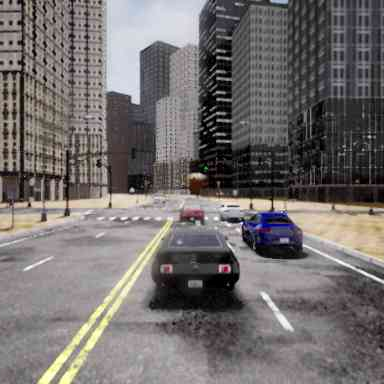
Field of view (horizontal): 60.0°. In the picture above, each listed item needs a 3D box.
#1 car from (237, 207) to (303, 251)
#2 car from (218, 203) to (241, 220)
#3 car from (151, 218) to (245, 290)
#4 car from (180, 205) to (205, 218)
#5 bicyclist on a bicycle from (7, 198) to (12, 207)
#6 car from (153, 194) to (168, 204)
[{"bbox_3d":[3.298,1.576,14.211,1.812,1.442,4.674,0,0,0],"label":"car"},{"bbox_3d":[3.251,1.617,27.666,1.812,1.442,4.674,0,0,0],"label":"car"},{"bbox_3d":[0.070,1.634,9.154,1.895,1.301,4.718,0,0,0],"label":"car"},{"bbox_3d":[0.007,1.689,26.674,1.895,1.301,4.718,0,0,0],"label":"car"},{"bbox_3d":[-24.871,1.277,45.634,0.582,1.620,1.656,0,1,1],"label":"bicyclist on a bicycle"},{"bbox_3d":[-6.748,1.399,68.325,2.150,2.045,5.566,0,0,0],"label":"car"}]
